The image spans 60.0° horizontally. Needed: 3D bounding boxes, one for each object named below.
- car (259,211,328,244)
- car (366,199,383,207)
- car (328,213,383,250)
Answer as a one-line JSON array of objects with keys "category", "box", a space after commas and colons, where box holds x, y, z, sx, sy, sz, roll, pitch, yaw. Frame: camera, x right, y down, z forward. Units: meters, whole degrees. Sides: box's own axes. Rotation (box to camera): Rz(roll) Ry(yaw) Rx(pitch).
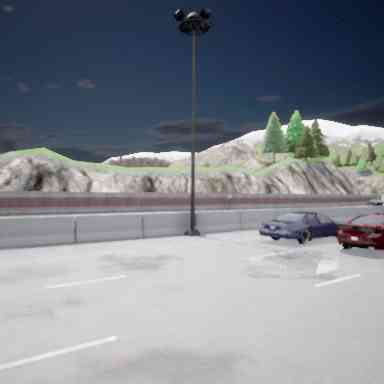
[{"category": "car", "box": [5.703, 1.680, 16.533, 5.357, 1.411, 2.033, 1, 0, -35]}, {"category": "car", "box": [35.989, 2.154, 65.447, 4.674, 1.442, 1.812, 1, 0, -43]}, {"category": "car", "box": [8.136, 1.615, 13.961, 5.008, 1.535, 1.882, 0, 0, -35]}]
